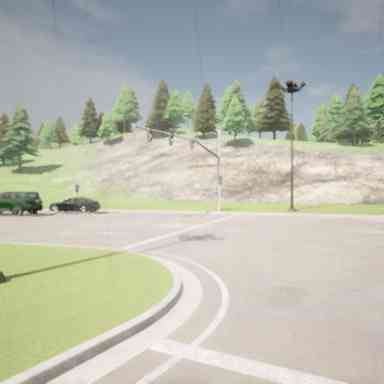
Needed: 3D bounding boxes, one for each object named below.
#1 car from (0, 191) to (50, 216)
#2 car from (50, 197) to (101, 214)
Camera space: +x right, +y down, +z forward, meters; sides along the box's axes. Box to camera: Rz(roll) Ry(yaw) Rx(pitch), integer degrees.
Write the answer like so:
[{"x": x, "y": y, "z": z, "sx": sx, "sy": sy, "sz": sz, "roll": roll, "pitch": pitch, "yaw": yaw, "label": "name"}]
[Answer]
[{"x": -15.626, "y": 0.967, "z": 28.568, "sx": 5.566, "sy": 2.045, "sz": 2.150, "roll": 0, "pitch": 0, "yaw": 11, "label": "car"}, {"x": -10.952, "y": 1.227, "z": 31.106, "sx": 4.892, "sy": 1.490, "sz": 1.837, "roll": 0, "pitch": 0, "yaw": 13, "label": "car"}]
